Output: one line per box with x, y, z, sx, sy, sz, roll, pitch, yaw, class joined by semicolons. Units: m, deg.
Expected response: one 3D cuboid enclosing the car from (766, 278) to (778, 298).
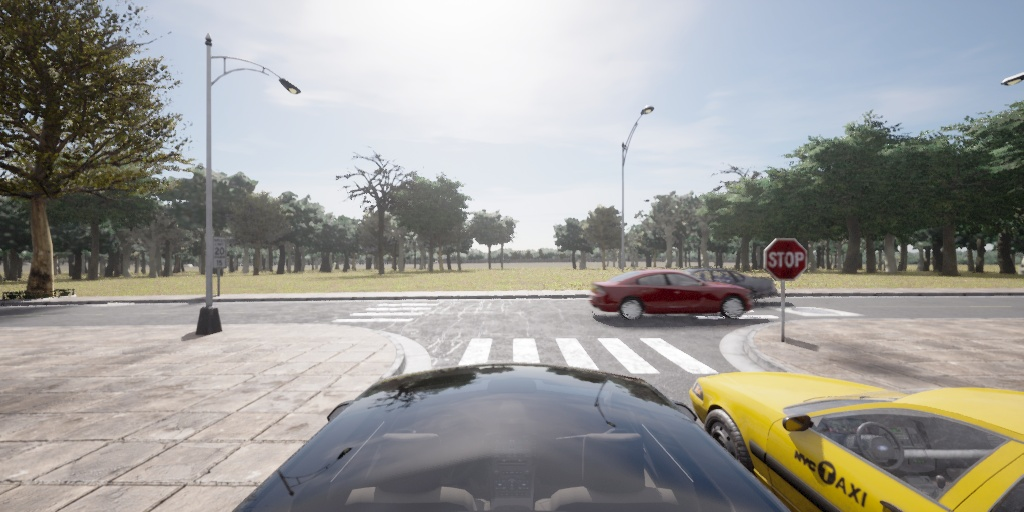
7.646;1.197;14.606;5.357;1.411;2.033;-1;0;0;car

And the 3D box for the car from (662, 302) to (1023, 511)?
2.638;1.275;1.733;1.751;1.417;4.829;0;0;0;car

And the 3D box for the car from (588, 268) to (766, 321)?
5.026;1.165;11.675;5.008;1.535;1.882;-1;0;0;car
